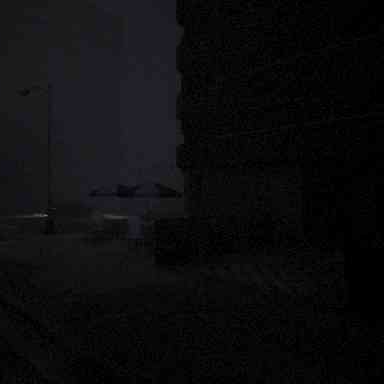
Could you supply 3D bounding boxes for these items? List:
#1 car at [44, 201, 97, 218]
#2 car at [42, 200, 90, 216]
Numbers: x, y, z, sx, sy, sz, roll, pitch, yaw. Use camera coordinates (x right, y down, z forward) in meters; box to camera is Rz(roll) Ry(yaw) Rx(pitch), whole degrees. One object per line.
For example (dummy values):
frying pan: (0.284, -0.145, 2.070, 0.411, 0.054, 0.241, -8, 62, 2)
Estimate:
car: (-11.176, 1.569, 31.050, 1.812, 1.442, 4.674, 0, 0, 44)
car: (-13.005, 1.606, 34.451, 1.994, 1.385, 4.181, 0, 0, 45)
